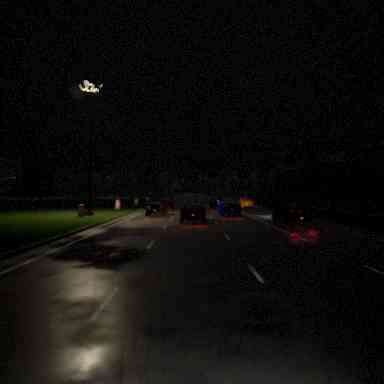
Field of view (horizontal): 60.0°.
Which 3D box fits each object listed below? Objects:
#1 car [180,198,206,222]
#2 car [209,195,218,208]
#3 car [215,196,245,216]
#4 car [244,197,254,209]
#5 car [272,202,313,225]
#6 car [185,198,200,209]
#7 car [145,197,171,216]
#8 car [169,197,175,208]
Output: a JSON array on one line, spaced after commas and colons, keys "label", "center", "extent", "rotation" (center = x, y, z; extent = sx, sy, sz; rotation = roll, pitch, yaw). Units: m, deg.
[{"label": "car", "center": [0.081, 1.452, 25.748], "extent": [1.882, 1.535, 5.008], "rotation": [0, 0, 0]}, {"label": "car", "center": [3.532, 1.304, 47.410], "extent": [2.097, 1.767, 4.553], "rotation": [0, 0, 0]}, {"label": "car", "center": [3.545, 1.446, 31.922], "extent": [1.882, 1.535, 5.008], "rotation": [0, 0, 0]}, {"label": "car", "center": [7.086, 1.433, 45.158], "extent": [1.882, 1.535, 5.008], "rotation": [0, 0, 0]}, {"label": "car", "center": [7.095, 1.470, 23.912], "extent": [2.128, 1.511, 4.902], "rotation": [0, 0, 0]}, {"label": "car", "center": [0.077, 1.520, 44.345], "extent": [1.994, 1.385, 4.181], "rotation": [0, 0, 0]}, {"label": "car", "center": [-3.414, 1.494, 32.548], "extent": [1.812, 1.442, 4.674], "rotation": [0, 0, 0]}, {"label": "car", "center": [-3.478, 1.478, 47.314], "extent": [1.812, 1.442, 4.674], "rotation": [0, 0, 0]}]
